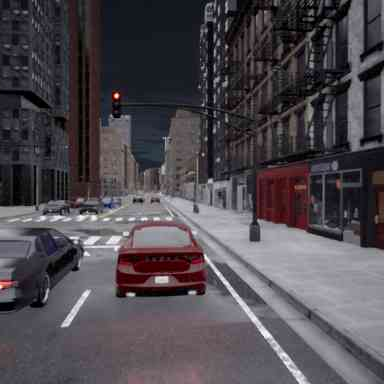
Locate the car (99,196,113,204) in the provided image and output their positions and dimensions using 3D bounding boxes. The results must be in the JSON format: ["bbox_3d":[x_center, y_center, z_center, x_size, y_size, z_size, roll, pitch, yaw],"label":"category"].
[{"bbox_3d":[-17.297,1.519,67.202,2.128,1.511,4.902,0,0,-6],"label":"car"}]

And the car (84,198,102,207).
[{"bbox_3d":[-15.783,1.619,53.217,1.895,1.301,4.718,0,0,-6],"label":"car"}]

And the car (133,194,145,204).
[{"bbox_3d":[-10.484,1.501,64.809,1.882,1.535,5.008,0,0,-6],"label":"car"}]

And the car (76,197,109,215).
[{"bbox_3d":[-10.476,1.556,35.024,2.033,1.411,5.357,0,0,-6],"label":"car"}]

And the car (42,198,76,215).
[{"bbox_3d":[-13.593,1.513,33.686,1.837,1.490,4.892,0,0,-6],"label":"car"}]

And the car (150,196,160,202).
[{"bbox_3d":[-8.427,1.567,75.521,2.033,1.411,5.357,0,0,-6],"label":"car"}]

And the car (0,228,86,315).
[{"bbox_3d":[-3.917,1.547,7.759,2.033,1.411,5.357,0,0,-6],"label":"car"}]

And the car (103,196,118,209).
[{"bbox_3d":[-11.554,1.491,44.667,1.882,1.535,5.008,0,0,-6],"label":"car"}]

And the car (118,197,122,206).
[{"bbox_3d":[-12.701,1.511,54.929,2.128,1.511,4.902,0,0,-6],"label":"car"}]

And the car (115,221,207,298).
[{"bbox_3d":[-0.812,1.477,8.630,1.882,1.535,5.008,0,0,-6],"label":"car"}]

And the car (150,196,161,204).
[{"bbox_3d":[-7.159,1.528,65.220,1.837,1.490,4.892,0,0,-6],"label":"car"}]

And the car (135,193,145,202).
[{"bbox_3d":[-11.654,1.214,75.132,2.097,1.767,4.553,0,0,-6],"label":"car"}]
